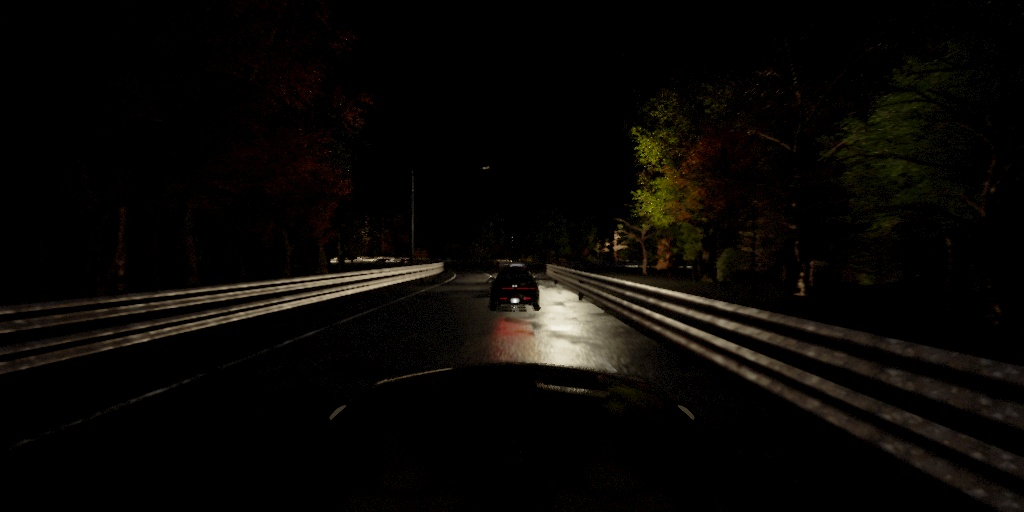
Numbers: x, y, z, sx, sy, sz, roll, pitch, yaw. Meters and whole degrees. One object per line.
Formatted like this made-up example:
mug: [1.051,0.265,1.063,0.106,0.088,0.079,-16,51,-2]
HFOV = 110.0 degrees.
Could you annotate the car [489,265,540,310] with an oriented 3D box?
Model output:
car: [0.107,1.294,14.908,1.837,1.490,4.892,0,0,0]

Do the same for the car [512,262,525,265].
car: [0.644,1.371,36.967,2.033,1.411,5.357,1,0,7]
